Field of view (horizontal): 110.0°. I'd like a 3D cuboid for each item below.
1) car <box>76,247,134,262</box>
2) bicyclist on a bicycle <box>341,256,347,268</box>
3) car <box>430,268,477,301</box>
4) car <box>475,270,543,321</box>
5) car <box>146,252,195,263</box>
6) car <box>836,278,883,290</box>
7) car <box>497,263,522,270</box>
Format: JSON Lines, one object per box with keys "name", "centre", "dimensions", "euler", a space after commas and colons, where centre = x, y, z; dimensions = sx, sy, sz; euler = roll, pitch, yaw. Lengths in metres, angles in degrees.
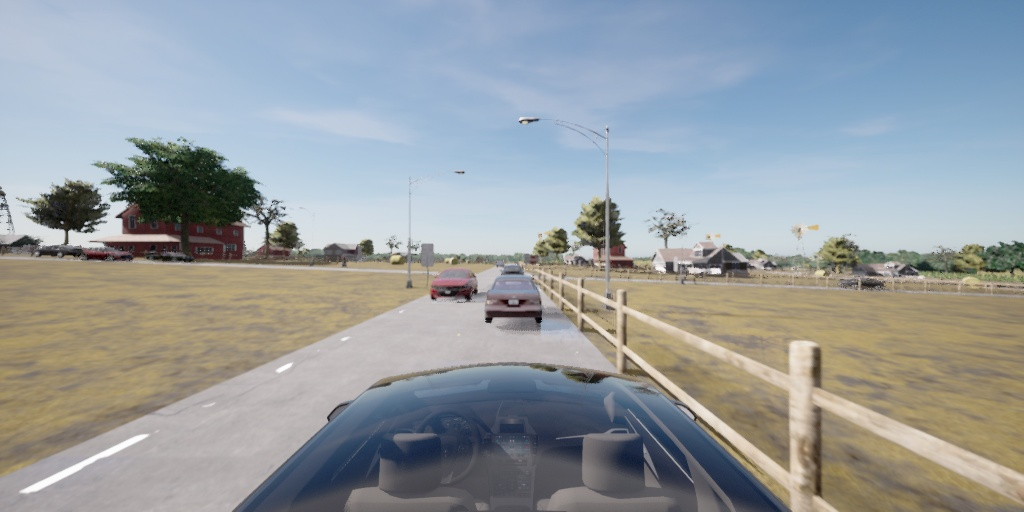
{"name": "car", "centre": [-47.732, -0.263, 42.437], "dimensions": [4.553, 1.767, 2.097], "euler": [2, -1, 0]}
{"name": "bicyclist on a bicycle", "centre": [-22.629, 0.809, 48.384], "dimensions": [0.582, 1.620, 1.656], "euler": [2, -1, 0]}
{"name": "car", "centre": [-2.844, 1.354, 18.429], "dimensions": [1.882, 1.535, 5.008], "euler": [0, 0, 0]}
{"name": "car", "centre": [0.062, 1.377, 12.714], "dimensions": [2.033, 1.411, 5.357], "euler": [0, 0, 0]}
{"name": "car", "centre": [-43.137, 0.176, 45.233], "dimensions": [4.718, 1.301, 1.895], "euler": [2, -1, 0]}
{"name": "car", "centre": [43.911, 3.456, 45.367], "dimensions": [4.892, 1.490, 1.837], "euler": [3, -1, 1]}
{"name": "car", "centre": [0.063, 1.472, 28.494], "dimensions": [1.837, 1.490, 4.892], "euler": [0, -1, 0]}
